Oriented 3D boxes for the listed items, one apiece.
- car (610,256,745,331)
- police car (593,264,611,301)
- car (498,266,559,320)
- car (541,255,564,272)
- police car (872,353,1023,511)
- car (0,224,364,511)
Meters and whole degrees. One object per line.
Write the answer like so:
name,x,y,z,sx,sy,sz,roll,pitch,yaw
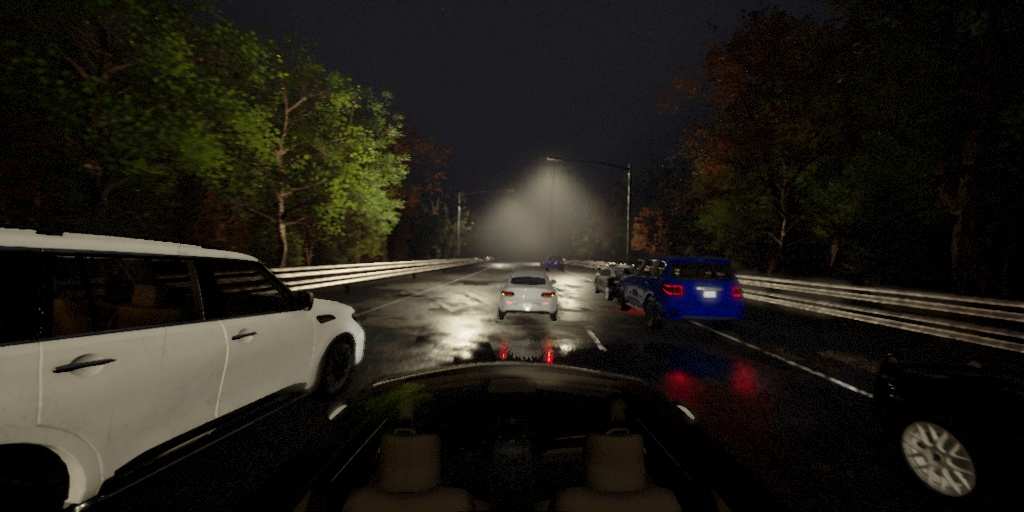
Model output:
car,4.971,1.023,11.458,2.150,2.045,5.566,1,0,3
police car,5.261,1.205,17.571,1.930,1.638,5.238,1,0,3
car,0.562,1.236,12.454,1.812,1.442,4.674,1,0,3
car,5.336,0.911,45.866,2.150,2.045,5.566,1,0,2
police car,4.433,1.260,1.489,1.930,1.638,5.238,1,0,3
car,-3.458,0.843,3.183,2.150,2.045,5.566,4,-2,4
